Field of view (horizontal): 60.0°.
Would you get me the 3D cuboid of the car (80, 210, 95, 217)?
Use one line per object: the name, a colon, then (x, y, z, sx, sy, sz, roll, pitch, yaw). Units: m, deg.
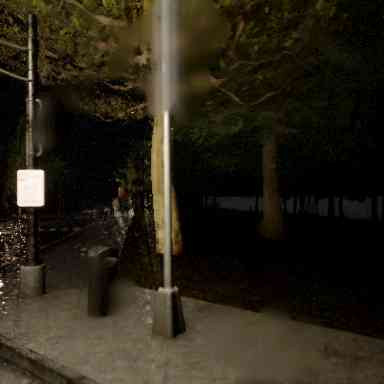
car: (-20.941, 4.306, 66.381, 1.895, 1.301, 4.718, 0, -3, -10)

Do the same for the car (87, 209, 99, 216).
car: (-22.615, 4.724, 76.338, 2.033, 1.411, 5.357, 0, -3, -10)

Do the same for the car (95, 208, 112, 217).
car: (-17.540, 4.131, 65.742, 1.837, 1.490, 4.892, 0, -3, -10)
